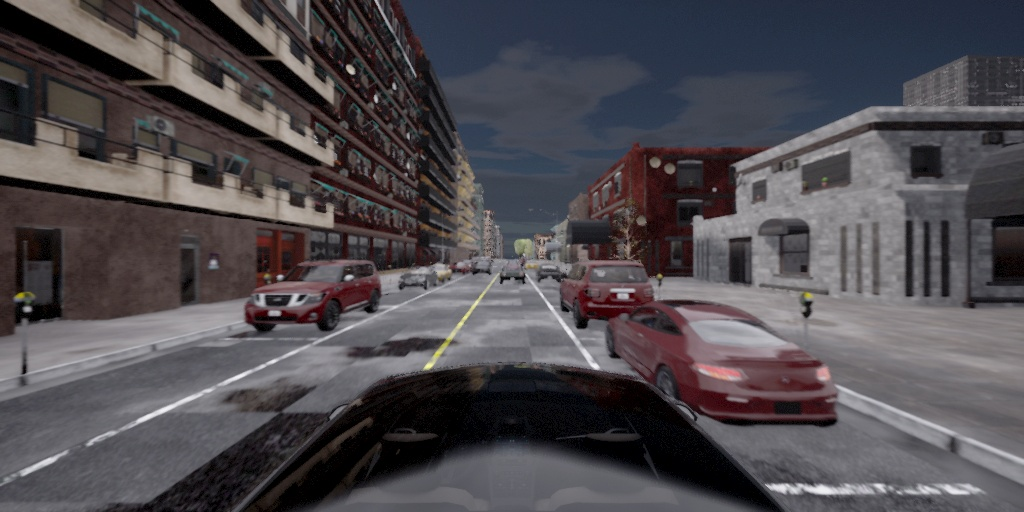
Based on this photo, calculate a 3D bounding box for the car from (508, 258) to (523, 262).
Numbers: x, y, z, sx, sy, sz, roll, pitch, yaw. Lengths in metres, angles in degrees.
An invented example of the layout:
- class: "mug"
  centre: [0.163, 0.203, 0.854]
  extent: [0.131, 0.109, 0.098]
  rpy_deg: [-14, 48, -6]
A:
- class: "car"
  centre: [0.099, 1.282, 49.027]
  extent: [1.994, 1.385, 4.181]
  rpy_deg: [0, 0, 0]

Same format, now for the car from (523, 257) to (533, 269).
- class: "car"
  centre: [2.694, 1.242, 50.054]
  extent: [1.751, 1.417, 4.829]
  rpy_deg: [0, 0, 0]

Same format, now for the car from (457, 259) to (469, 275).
- class: "car"
  centre: [-5.688, 1.266, 38.807]
  extent: [1.888, 1.381, 4.507]
  rpy_deg: [0, 0, 0]

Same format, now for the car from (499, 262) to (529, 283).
- class: "car"
  centre: [0.060, 1.326, 27.244]
  extent: [1.895, 1.301, 4.718]
  rpy_deg: [0, 0, 0]

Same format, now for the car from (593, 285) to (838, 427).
- class: "car"
  centre: [2.690, 1.327, 5.572]
  extent: [1.802, 1.307, 4.207]
  rpy_deg: [0, 0, 0]

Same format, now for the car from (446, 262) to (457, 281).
- class: "car"
  centre: [-5.688, 1.251, 27.558]
  extent: [1.751, 1.417, 4.829]
  rpy_deg: [0, 0, 0]

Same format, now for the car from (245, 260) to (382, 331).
- class: "car"
  centre: [-5.690, 1.054, 11.111]
  extent: [2.192, 1.841, 5.009]
  rpy_deg: [0, 0, 0]

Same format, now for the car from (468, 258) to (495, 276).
- class: "car"
  centre: [-3.023, 1.228, 37.066]
  extent: [1.837, 1.490, 4.892]
  rpy_deg: [0, -1, 1]

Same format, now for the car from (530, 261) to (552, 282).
- class: "car"
  centre: [2.692, 1.275, 27.728]
  extent: [2.007, 1.370, 4.403]
  rpy_deg: [0, 0, 0]

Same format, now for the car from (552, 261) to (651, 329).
- class: "car"
  centre: [2.691, 1.053, 11.111]
  extent: [2.192, 1.841, 5.009]
  rpy_deg: [0, 0, 0]

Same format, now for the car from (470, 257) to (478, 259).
- class: "car"
  centre: [-5.687, 1.159, 44.345]
  extent: [1.967, 1.591, 4.097]
  rpy_deg: [0, 0, 0]

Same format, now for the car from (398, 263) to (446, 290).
- class: "car"
  centre: [-5.689, 1.280, 22.189]
  extent: [2.007, 1.370, 4.403]
  rpy_deg: [0, 0, 0]
